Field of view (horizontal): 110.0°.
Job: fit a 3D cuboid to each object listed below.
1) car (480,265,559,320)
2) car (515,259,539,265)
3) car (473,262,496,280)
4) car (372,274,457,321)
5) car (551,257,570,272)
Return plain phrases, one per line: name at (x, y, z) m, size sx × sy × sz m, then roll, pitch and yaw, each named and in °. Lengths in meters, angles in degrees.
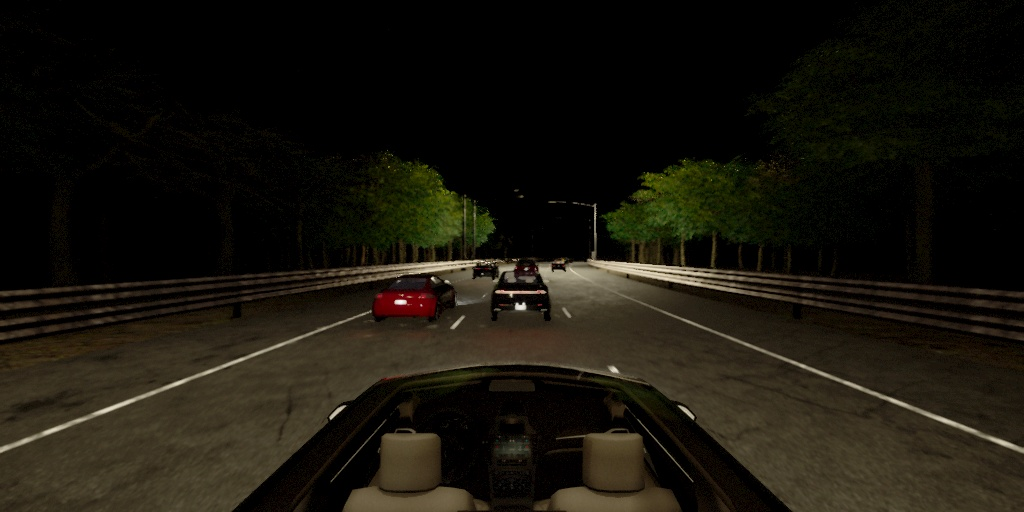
car at (0.311, 1.243, 12.555) m, size 2.128 × 1.511 × 4.902 m, roll 0°, pitch 0°, yaw 2°
car at (1.313, 1.102, 31.386) m, size 2.097 × 1.767 × 4.553 m, roll 0°, pitch 0°, yaw 4°
car at (-2.198, 1.239, 31.404) m, size 2.128 × 1.511 × 4.902 m, roll 0°, pitch 0°, yaw 4°
car at (-3.192, 1.312, 12.447) m, size 1.994 × 1.385 × 4.181 m, roll 0°, pitch 0°, yaw 1°
car at (6.102, 1.262, 47.100) m, size 2.033 × 1.411 × 5.357 m, roll 0°, pitch 0°, yaw 7°
